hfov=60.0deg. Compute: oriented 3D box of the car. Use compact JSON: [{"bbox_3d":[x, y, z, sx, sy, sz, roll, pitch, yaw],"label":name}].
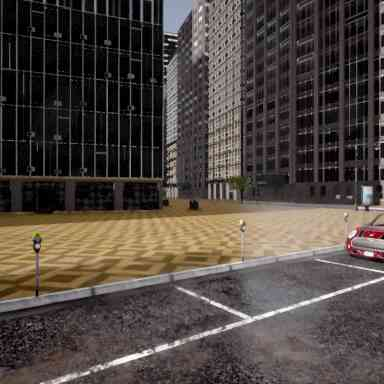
[{"bbox_3d":[7.229,1.437,11.701,4.097,1.590,1.967,0,0,-35],"label":"car"}]
